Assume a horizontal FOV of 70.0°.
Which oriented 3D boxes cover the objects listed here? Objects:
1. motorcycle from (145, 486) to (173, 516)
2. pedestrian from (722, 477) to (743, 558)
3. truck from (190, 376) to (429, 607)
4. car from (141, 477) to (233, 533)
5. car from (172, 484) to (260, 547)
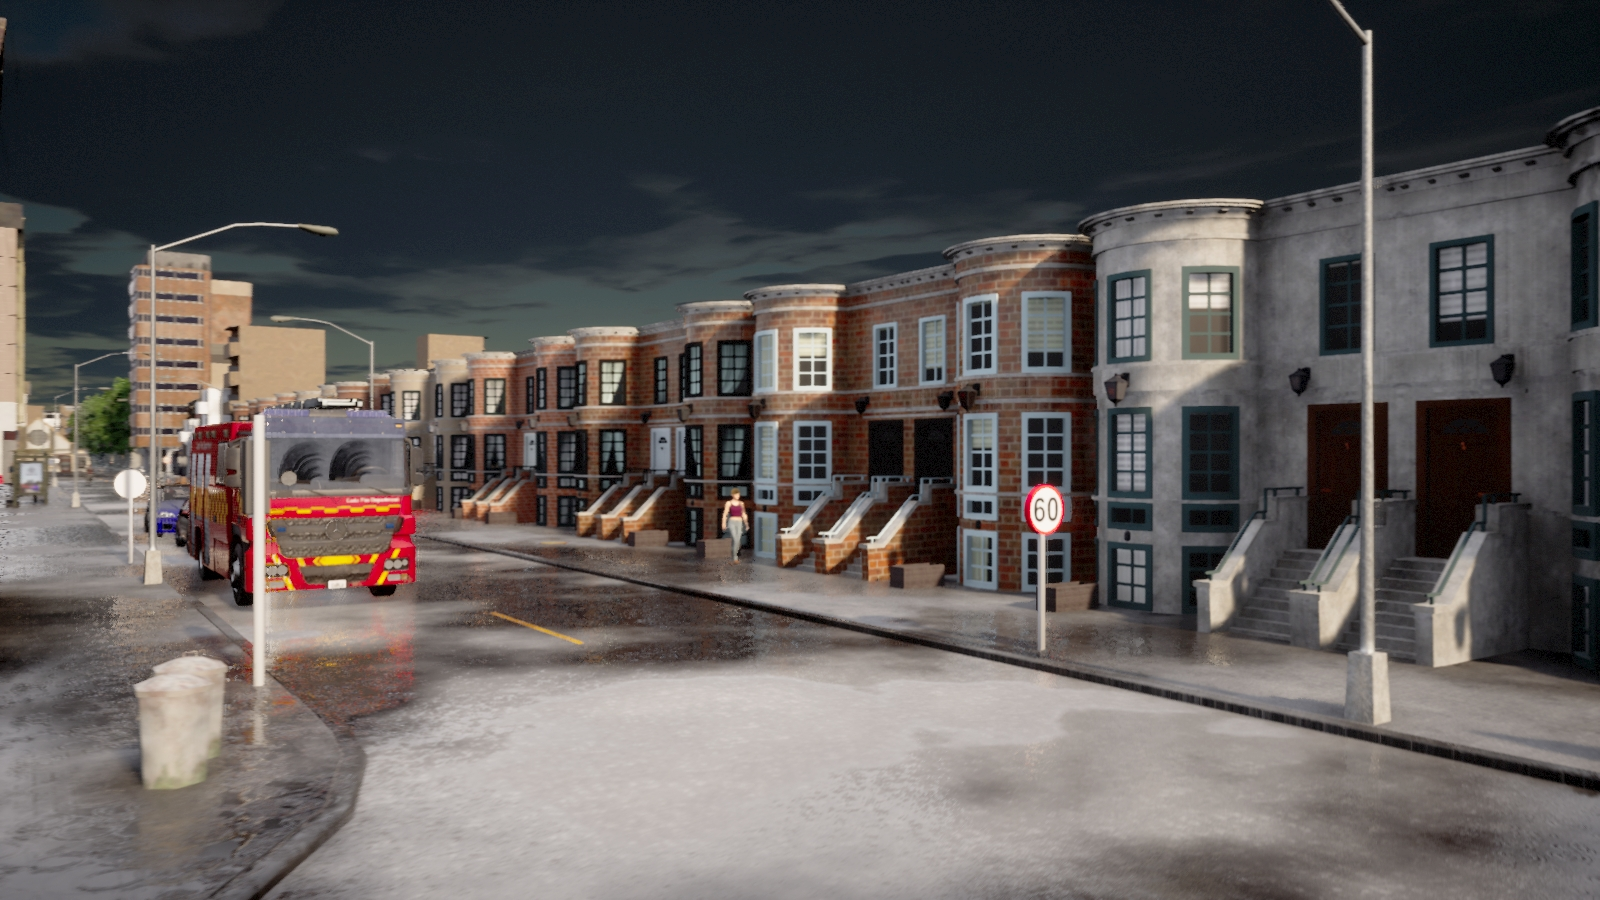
[{"bbox_3d":[-25.938,2.049,46.200,0.803,1.145,2.033,0,0,-34],"label":"motorcycle"},{"bbox_3d":[-1.568,1.555,26.510,0.375,1.860,0.375,0,0,-24],"label":"pedestrian"},{"bbox_3d":[-10.243,0.699,23.215,2.891,3.827,8.468,0,0,-34],"label":"truck"},{"bbox_3d":[-20.773,1.794,38.631,2.242,1.667,4.611,0,0,-34],"label":"car"},{"bbox_3d":[-16.825,1.838,32.838,1.789,1.549,3.705,0,0,-35],"label":"car"}]
